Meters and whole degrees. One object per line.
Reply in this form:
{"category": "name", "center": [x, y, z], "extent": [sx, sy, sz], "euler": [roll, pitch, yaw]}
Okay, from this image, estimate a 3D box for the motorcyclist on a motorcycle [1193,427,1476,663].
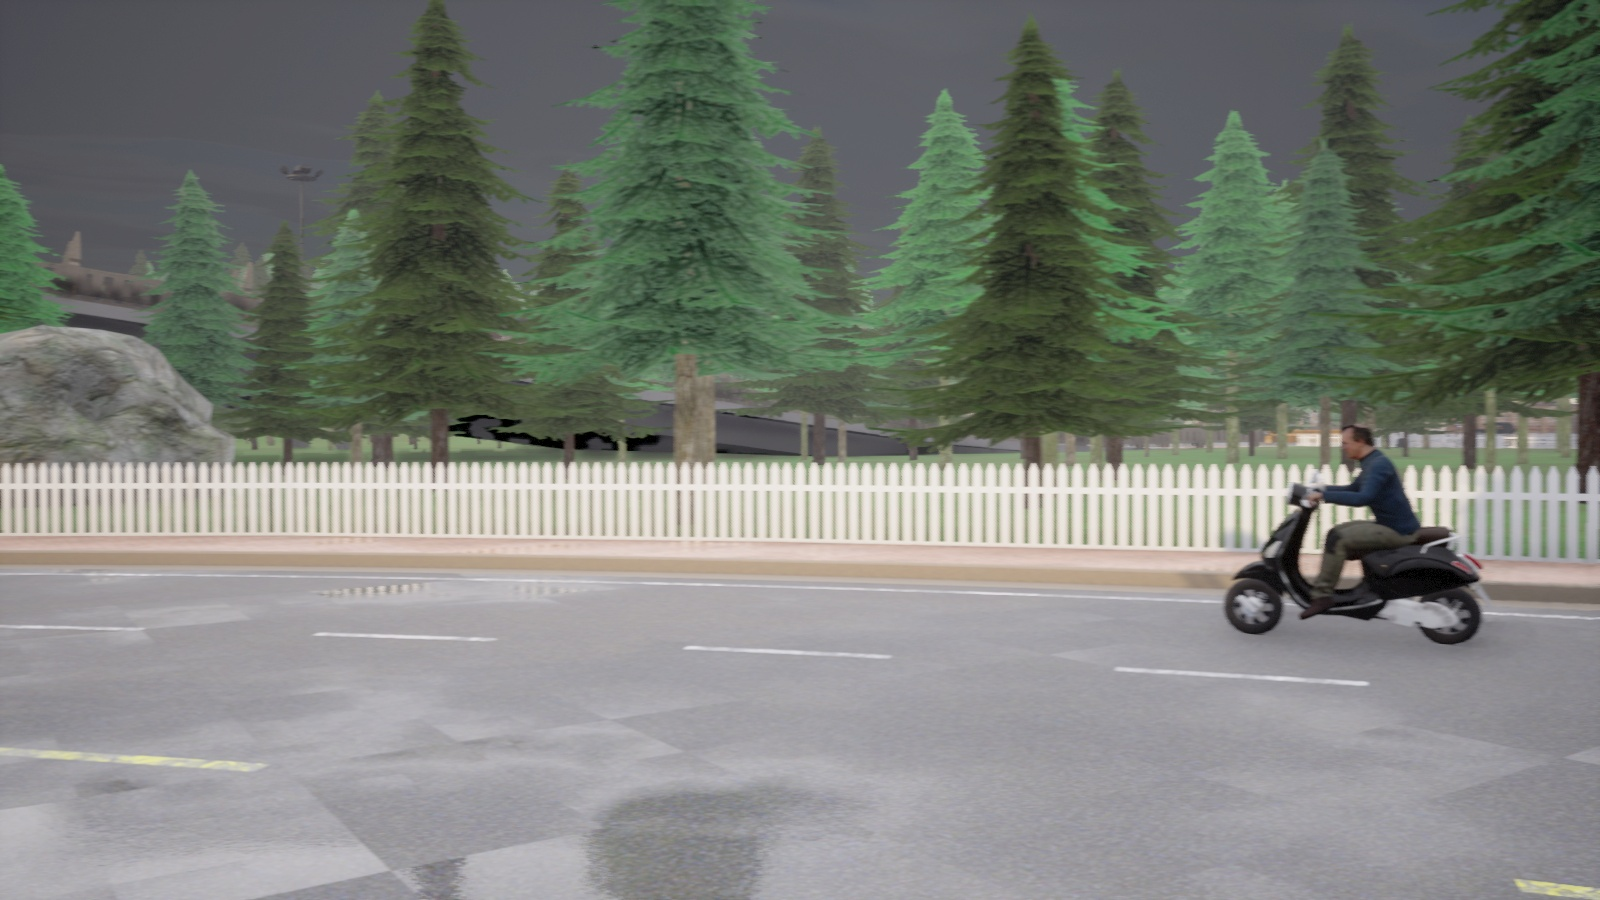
{"category": "motorcyclist on a motorcycle", "center": [3.886, 0.633, 9.254], "extent": [1.817, 1.590, 0.866], "euler": [1, 1, 21]}
